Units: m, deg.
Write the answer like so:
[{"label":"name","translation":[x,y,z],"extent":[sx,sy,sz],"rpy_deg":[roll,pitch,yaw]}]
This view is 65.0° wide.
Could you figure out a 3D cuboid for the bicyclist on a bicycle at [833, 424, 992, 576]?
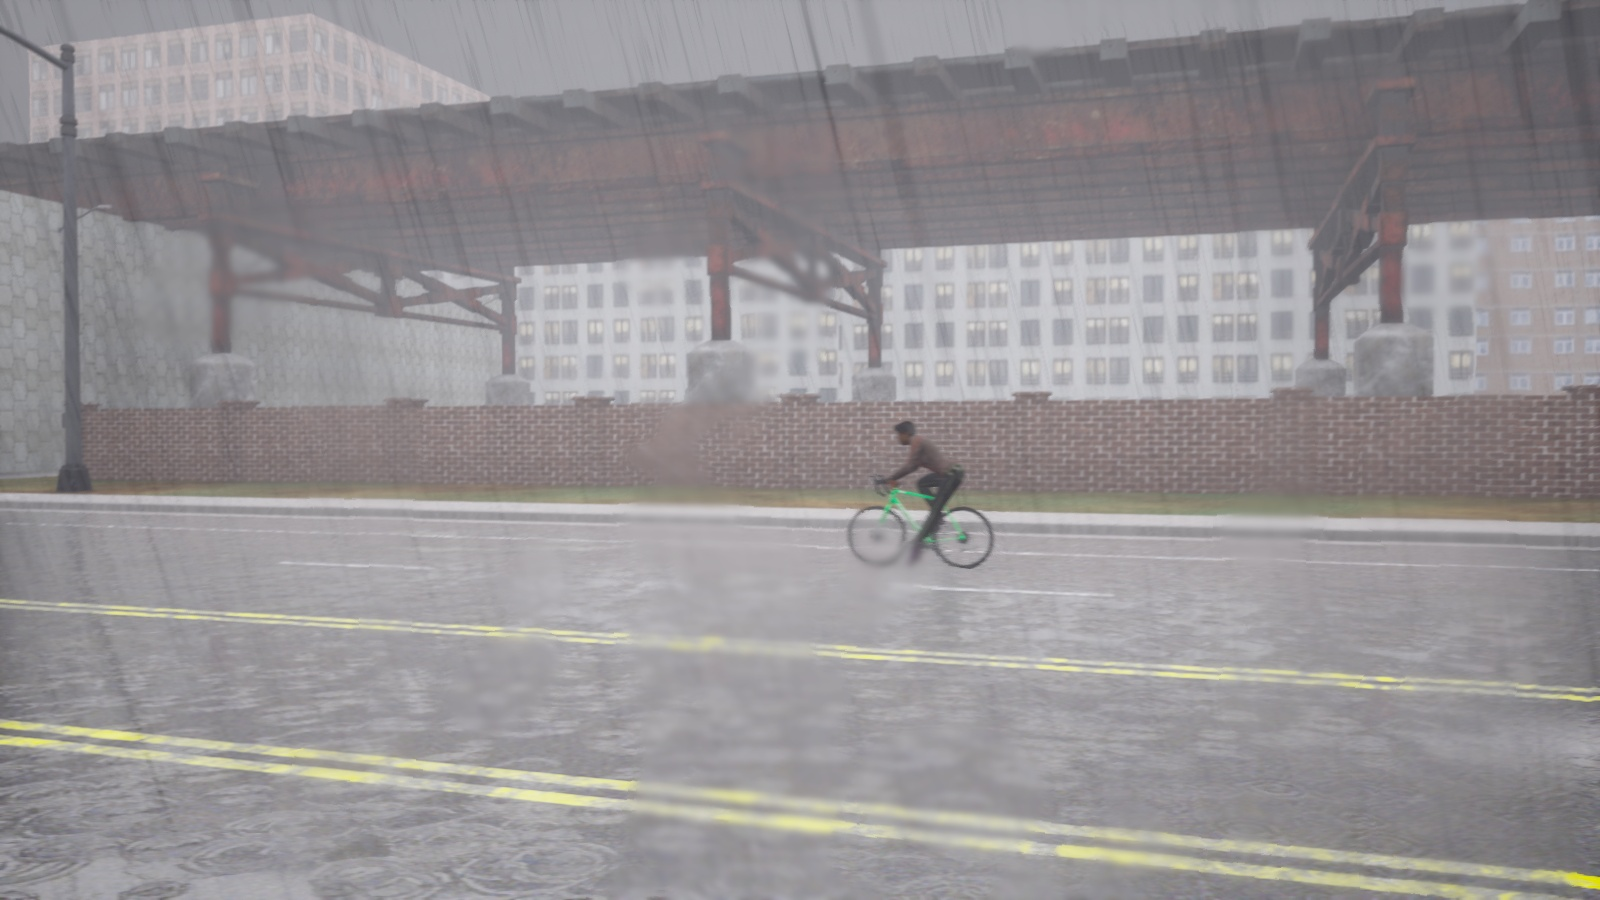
[{"label":"bicyclist on a bicycle","translation":[1.244,0.523,13.863],"extent":[1.656,1.620,0.582],"rpy_deg":[0,1,19]}]
